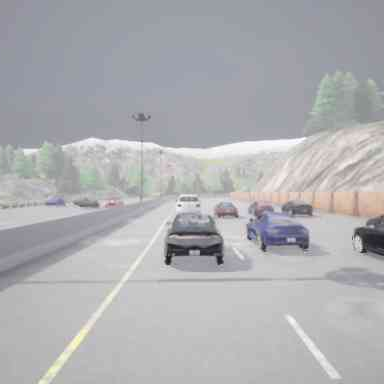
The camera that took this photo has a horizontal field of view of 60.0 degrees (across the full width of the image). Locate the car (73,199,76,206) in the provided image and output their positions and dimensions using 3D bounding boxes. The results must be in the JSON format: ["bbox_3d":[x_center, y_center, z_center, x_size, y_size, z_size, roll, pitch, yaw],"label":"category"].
[{"bbox_3d":[-18.581,1.612,56.292,1.882,1.535,5.008,0,0,-1],"label":"car"}]

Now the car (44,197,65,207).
[{"bbox_3d":[-22.033,1.605,53.553,1.882,1.535,5.008,0,0,-1],"label":"car"}]

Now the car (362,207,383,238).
[{"bbox_3d":[10.462,1.566,16.232,1.812,1.442,4.674,0,0,-1],"label":"car"}]

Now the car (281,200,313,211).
[{"bbox_3d":[10.125,1.557,32.522,1.882,1.535,5.008,0,0,-1],"label":"car"}]

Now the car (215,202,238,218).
[{"bbox_3d":[3.144,1.640,31.591,1.994,1.385,4.181,0,0,-1],"label":"car"}]

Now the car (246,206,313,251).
[{"bbox_3d":[3.512,1.560,14.187,1.812,1.442,4.674,0,0,-1],"label":"car"}]

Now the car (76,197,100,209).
[{"bbox_3d":[-14.928,1.717,48.587,1.895,1.301,4.718,0,0,-1],"label":"car"}]

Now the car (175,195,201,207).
[{"bbox_3d":[-0.321,1.294,30.149,2.150,2.045,5.566,0,0,-1],"label":"car"}]

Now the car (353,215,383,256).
[{"bbox_3d":[7.059,1.504,10.658,1.882,1.535,5.008,0,0,-1],"label":"car"}]

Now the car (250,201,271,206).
[{"bbox_3d":[6.623,1.603,32.009,1.812,1.442,4.674,0,0,-1],"label":"car"}]

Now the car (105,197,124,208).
[{"bbox_3d":[-11.445,1.470,49.469,2.097,1.767,4.553,0,0,-1],"label":"car"}]

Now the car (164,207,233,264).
[{"bbox_3d":[0.043,1.521,11.917,2.128,1.511,4.902,0,0,-1],"label":"car"}]
